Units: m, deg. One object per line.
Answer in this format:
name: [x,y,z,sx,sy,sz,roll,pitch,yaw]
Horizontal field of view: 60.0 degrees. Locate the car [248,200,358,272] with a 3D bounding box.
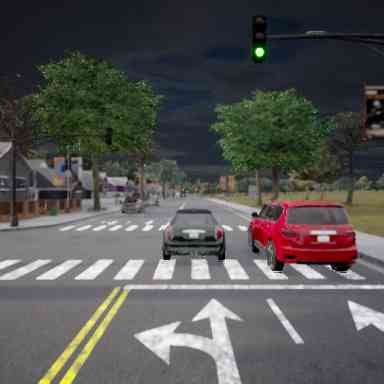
car: [3.319,1.268,11.052,2.150,2.045,5.566,0,0,0]

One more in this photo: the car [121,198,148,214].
car: [-6.608,1.504,37.659,2.097,1.767,4.553,0,0,0]

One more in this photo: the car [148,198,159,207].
car: [-6.576,1.722,55.435,2.128,1.511,4.902,0,0,0]

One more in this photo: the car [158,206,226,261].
car: [0.074,1.402,12.662,2.097,1.767,4.553,0,0,0]
